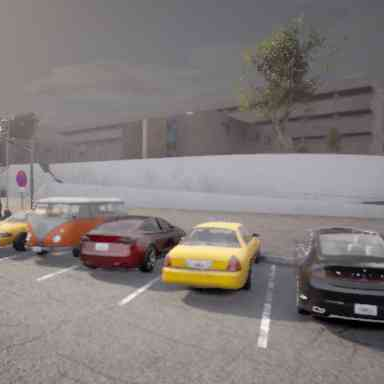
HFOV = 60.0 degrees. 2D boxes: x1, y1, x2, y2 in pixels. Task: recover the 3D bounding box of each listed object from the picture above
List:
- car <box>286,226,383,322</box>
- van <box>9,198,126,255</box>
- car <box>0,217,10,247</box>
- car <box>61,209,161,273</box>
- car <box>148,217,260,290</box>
[{"bbox_3d":[3.189,1.481,7.201,2.231,1.521,4.892,0,0,15],"label":"car"},{"bbox_3d":[-4.115,1.192,12.291,1.878,1.987,4.442,1,0,16],"label":"van"},{"bbox_3d":[-6.563,1.394,13.957,1.946,1.575,5.366,1,0,16],"label":"car"},{"bbox_3d":[-1.658,1.468,10.699,2.163,1.488,4.792,0,-1,16],"label":"car"},{"bbox_3d":[0.813,1.457,9.118,1.946,1.575,5.366,0,-1,15],"label":"car"}]
